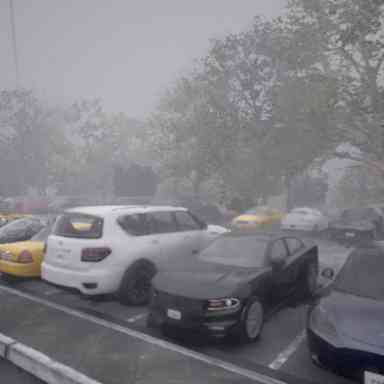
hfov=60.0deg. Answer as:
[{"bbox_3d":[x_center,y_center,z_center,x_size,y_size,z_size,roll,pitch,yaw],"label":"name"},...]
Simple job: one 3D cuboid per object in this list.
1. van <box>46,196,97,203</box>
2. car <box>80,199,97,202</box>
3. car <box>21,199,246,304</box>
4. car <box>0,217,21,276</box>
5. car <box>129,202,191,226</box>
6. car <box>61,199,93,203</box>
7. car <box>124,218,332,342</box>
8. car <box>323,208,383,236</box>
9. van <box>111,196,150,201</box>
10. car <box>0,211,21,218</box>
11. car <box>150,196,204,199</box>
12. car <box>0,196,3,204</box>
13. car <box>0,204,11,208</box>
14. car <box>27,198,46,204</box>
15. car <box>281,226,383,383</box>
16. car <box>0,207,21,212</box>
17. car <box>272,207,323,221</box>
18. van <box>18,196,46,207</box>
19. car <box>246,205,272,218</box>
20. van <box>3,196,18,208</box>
[{"bbox_3d":[-11.345,1.411,32.221,1.878,1.987,4.442,0,0,36],"label":"van"},{"bbox_3d":[-6.899,1.635,29.165,2.163,1.488,4.792,0,0,36],"label":"car"},{"bbox_3d":[-1.037,1.346,8.752,2.435,2.045,5.566,0,0,36],"label":"car"},{"bbox_3d":[-3.192,1.595,10.510,1.946,1.575,5.366,0,0,36],"label":"car"},{"bbox_3d":[-2.347,1.624,25.792,2.163,1.488,4.792,0,0,36],"label":"car"},{"bbox_3d":[-9.035,1.648,30.715,2.163,1.488,4.792,0,0,36],"label":"car"},{"bbox_3d":[1.196,1.596,7.104,2.097,1.535,5.008,0,0,36],"label":"car"},{"bbox_3d":[8.862,1.618,17.659,2.163,1.488,4.792,0,0,36],"label":"car"},{"bbox_3d":[-4.605,1.373,27.609,1.878,1.987,4.442,0,0,36],"label":"van"},{"bbox_3d":[-5.545,1.601,11.995,2.231,1.521,4.892,0,0,36],"label":"car"},{"bbox_3d":[-0.072,1.342,24.212,2.435,2.045,5.566,0,0,36],"label":"car"},{"bbox_3d":[-20.279,1.485,38.801,2.435,2.045,5.566,-1,0,36],"label":"car"},{"bbox_3d":[-12.496,1.603,16.802,1.946,1.575,5.366,0,0,36],"label":"car"},{"bbox_3d":[-13.532,1.660,33.948,2.097,1.535,5.008,-1,0,36],"label":"car"},{"bbox_3d":[3.423,1.624,5.445,2.163,1.488,4.792,0,0,36],"label":"car"},{"bbox_3d":[-7.904,1.598,13.470,1.946,1.575,5.366,0,0,36],"label":"car"},{"bbox_3d":[6.635,1.630,19.307,2.002,1.452,4.674,0,0,36],"label":"car"},{"bbox_3d":[-15.710,1.459,35.665,1.878,1.987,4.442,-1,0,36],"label":"van"},{"bbox_3d":[4.286,1.588,20.786,1.946,1.575,5.366,0,0,36],"label":"car"},{"bbox_3d":[-18.089,1.485,37.103,1.878,1.987,4.442,-1,0,36],"label":"van"}]
